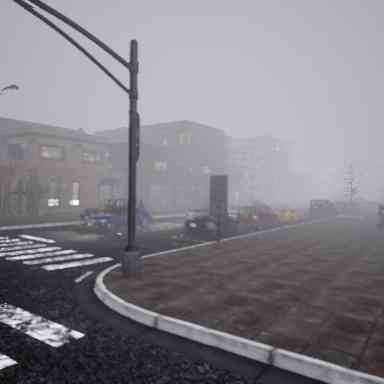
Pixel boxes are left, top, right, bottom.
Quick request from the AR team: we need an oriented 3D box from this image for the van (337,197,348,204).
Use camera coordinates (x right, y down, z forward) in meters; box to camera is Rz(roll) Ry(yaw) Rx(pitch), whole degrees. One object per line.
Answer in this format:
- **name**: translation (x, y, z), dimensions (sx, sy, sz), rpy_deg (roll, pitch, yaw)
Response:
- **van**: translation (37.137, 2.062, 81.961), dimensions (1.690, 1.788, 3.998), rpy_deg (1, 0, 36)

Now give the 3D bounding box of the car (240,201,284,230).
- **car**: translation (4.562, 1.692, 23.295), dimensions (1.967, 1.590, 4.097), rpy_deg (1, 0, 36)

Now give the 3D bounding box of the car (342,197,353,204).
- **car**: translation (40.414, 2.214, 86.437), dimensions (1.967, 1.590, 4.097), rpy_deg (1, 0, 36)

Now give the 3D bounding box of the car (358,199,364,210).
- **car**: translation (24.228, 2.149, 50.152), dimensions (1.802, 1.307, 4.206), rpy_deg (1, 0, 36)

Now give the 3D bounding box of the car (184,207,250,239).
- **car**: translation (1.282, 1.765, 18.818), dimensions (1.947, 1.339, 4.313), rpy_deg (1, 0, 36)

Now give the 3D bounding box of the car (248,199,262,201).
- **car**: translation (7.252, 1.824, 36.760), dimensions (1.994, 1.385, 4.181), rpy_deg (1, 0, 36)

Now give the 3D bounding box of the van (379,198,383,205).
- **van**: translation (47.175, 2.274, 81.487), dimensions (1.690, 1.788, 3.998), rpy_deg (1, 0, 36)

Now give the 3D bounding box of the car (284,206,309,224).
- **car**: translation (7.939, 1.831, 27.908), dimensions (1.752, 1.417, 4.829), rpy_deg (1, 0, 36)

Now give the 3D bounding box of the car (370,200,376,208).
- **car**: translation (30.784, 2.217, 59.105), dimensions (1.887, 1.381, 4.507), rpy_deg (1, 0, 36)

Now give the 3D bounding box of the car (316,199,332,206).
- **car**: translation (27.301, 2.115, 68.531), dimensions (2.008, 1.369, 4.403), rpy_deg (1, 0, 36)

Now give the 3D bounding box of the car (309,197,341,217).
- **car**: translation (14.397, 1.725, 36.724), dimensions (2.192, 1.841, 5.009), rpy_deg (1, 0, 36)

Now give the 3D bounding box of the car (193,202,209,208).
- **car**: translation (1.363, 1.656, 28.718), dimensions (2.128, 1.511, 4.902), rpy_deg (1, 0, 36)

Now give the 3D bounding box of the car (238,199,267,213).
- **car**: translation (7.635, 1.690, 41.673), dimensions (1.967, 1.590, 4.097), rpy_deg (1, 0, 36)

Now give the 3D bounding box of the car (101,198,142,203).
- **car**: translation (-5.474, 1.354, 23.768), dimensions (2.192, 1.841, 5.009), rpy_deg (1, 0, 36)

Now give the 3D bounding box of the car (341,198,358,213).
- **car**: translation (20.951, 1.955, 45.676), dimensions (1.967, 1.590, 4.097), rpy_deg (1, 0, 36)

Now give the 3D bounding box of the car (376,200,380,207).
- **car**: translation (34.061, 2.306, 63.581), dimensions (1.802, 1.307, 4.206), rpy_deg (1, 0, 36)

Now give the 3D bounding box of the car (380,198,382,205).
- **car**: translation (37.339, 2.358, 68.057), dimensions (1.802, 1.307, 4.206), rpy_deg (1, 0, 36)

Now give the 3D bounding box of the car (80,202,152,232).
- **car**: translation (-4.445, 1.597, 20.779), dimensions (1.812, 1.442, 4.674), rpy_deg (1, 0, 36)

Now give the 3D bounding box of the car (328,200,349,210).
- **car**: translation (23.807, 2.092, 53.943), dimensions (2.033, 1.411, 5.357), rpy_deg (1, 0, 35)

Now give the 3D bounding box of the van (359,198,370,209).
- **van**: translation (27.508, 1.961, 54.629), dimensions (1.690, 1.788, 3.998), rpy_deg (1, 0, 36)
